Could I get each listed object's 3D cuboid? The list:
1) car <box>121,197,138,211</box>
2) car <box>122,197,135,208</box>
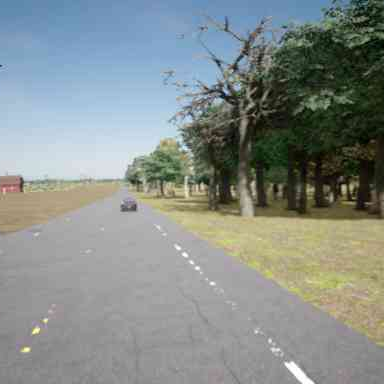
[{"bbox_3d":[-7.637,1.527,40.411,2.128,1.511,4.902,-1,0,-11],"label":"car"},{"bbox_3d":[-9.614,1.532,50.248,1.812,1.442,4.674,-1,0,-11],"label":"car"}]
